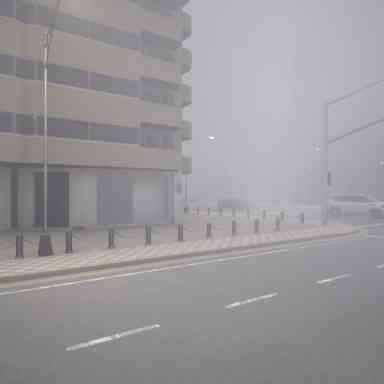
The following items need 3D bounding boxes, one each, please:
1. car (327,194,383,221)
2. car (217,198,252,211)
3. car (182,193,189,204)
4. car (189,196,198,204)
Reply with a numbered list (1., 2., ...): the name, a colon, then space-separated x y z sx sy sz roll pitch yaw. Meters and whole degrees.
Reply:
1. car: 13.870 1.169 27.457 2.150 2.045 5.566 0 0 -36
2. car: 5.062 1.433 39.769 2.128 1.511 4.902 0 0 -35
3. car: -3.471 1.166 58.399 2.150 2.045 5.566 0 0 -34
4. car: -0.734 1.449 60.600 1.837 1.490 4.892 0 0 -34
